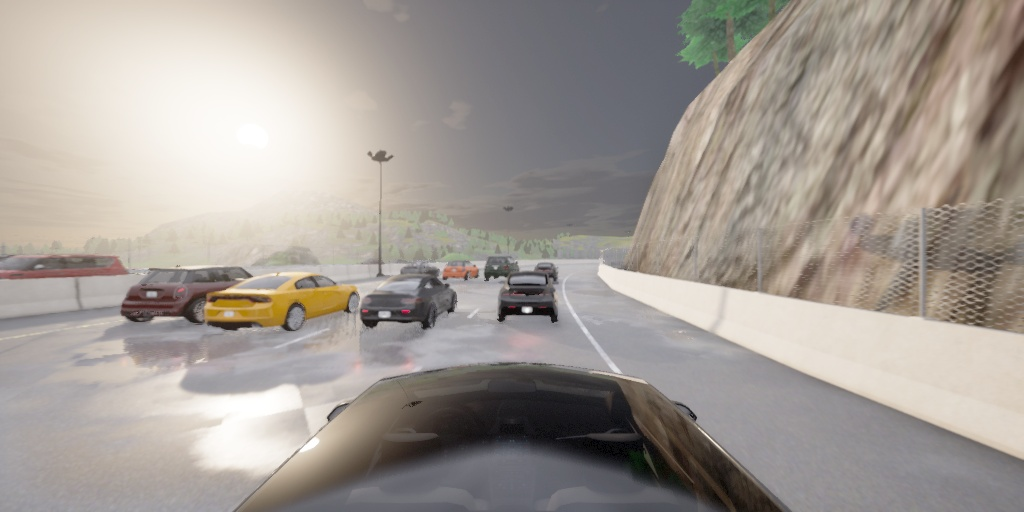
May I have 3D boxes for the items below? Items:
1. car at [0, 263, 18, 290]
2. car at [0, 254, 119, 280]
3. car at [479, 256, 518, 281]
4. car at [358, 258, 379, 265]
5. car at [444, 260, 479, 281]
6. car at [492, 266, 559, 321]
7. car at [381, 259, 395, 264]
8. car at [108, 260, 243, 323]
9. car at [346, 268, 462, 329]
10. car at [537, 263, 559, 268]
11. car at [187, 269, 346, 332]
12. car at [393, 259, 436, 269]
[{"bbox_3d":[-30.663,1.179,18.991,2.128,1.511,4.902,0,0,6],"label":"car"},{"bbox_3d":[-20.446,0.934,15.625,2.150,2.045,5.566,0,0,5],"label":"car"},{"bbox_3d":[-0.791,1.015,29.960,2.150,2.045,5.566,0,0,10],"label":"car"},{"bbox_3d":[-22.920,1.126,58.072,2.097,1.767,4.553,0,0,17],"label":"car"},{"bbox_3d":[-4.225,1.136,30.424,2.097,1.767,4.553,0,0,10],"label":"car"},{"bbox_3d":[0.578,1.274,12.509,1.837,1.490,4.892,0,0,4],"label":"car"},{"bbox_3d":[-19.030,1.291,58.761,1.837,1.490,4.892,0,0,18],"label":"car"},{"bbox_3d":[-9.942,1.090,12.142,2.097,1.767,4.553,0,0,3],"label":"car"},{"bbox_3d":[-3.024,1.282,11.171,1.812,1.442,4.674,0,0,3],"label":"car"},{"bbox_3d":[2.934,1.311,30.815,1.837,1.490,4.892,0,0,10],"label":"car"},{"bbox_3d":[-6.533,1.223,10.926,1.882,1.535,5.008,0,0,3],"label":"car"},{"bbox_3d":[-7.751,1.266,30.618,2.128,1.511,4.902,0,0,10],"label":"car"}]
